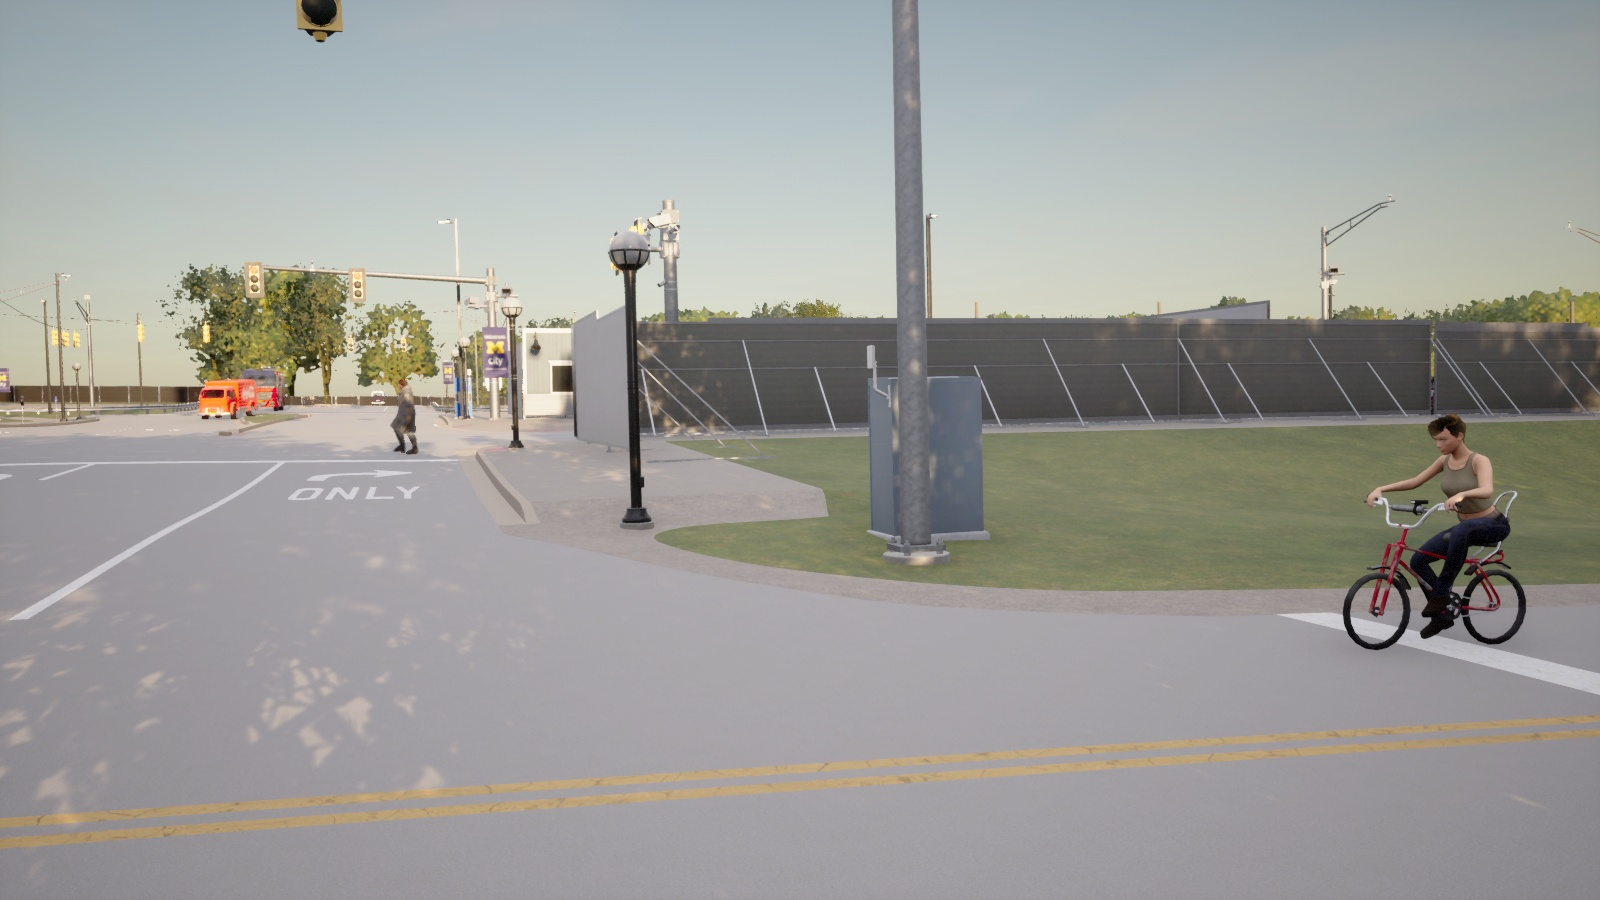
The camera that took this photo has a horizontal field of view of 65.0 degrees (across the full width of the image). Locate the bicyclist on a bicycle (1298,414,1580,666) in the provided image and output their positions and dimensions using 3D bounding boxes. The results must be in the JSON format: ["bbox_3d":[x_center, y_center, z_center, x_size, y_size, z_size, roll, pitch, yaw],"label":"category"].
[{"bbox_3d":[4.373,0.568,8.649,1.509,1.612,0.866,0,1,-14],"label":"bicyclist on a bicycle"}]

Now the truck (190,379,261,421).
[{"bbox_3d":[-37.754,-3.362,82.657,2.627,2.467,5.204,-1,5,-6],"label":"truck"}]

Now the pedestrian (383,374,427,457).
[{"bbox_3d":[-9.540,-0.841,30.355,0.873,1.952,0.659,-2,2,-10],"label":"pedestrian"}]
